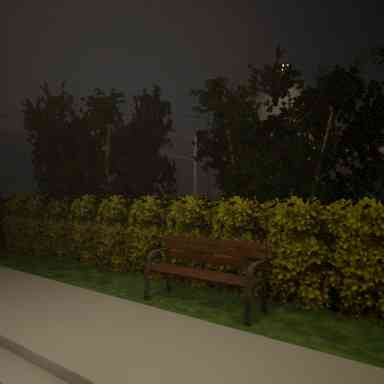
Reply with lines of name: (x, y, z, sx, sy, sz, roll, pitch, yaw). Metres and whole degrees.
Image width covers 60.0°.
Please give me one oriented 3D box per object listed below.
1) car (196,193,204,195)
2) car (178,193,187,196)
car: (1.243, 0.835, 69.572, 1.895, 1.301, 4.718, 0, 1, 35)
car: (-2.256, 0.966, 58.596, 1.882, 1.535, 5.008, 0, 2, 35)
